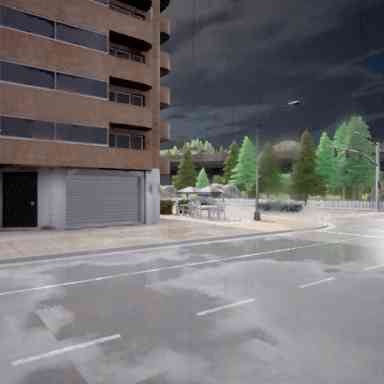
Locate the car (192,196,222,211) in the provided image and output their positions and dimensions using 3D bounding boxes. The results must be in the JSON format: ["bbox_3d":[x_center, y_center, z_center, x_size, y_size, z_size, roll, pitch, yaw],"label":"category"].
[{"bbox_3d":[1.799,1.296,39.877,2.097,1.767,4.553,0,0,-37],"label":"car"}]

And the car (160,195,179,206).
[{"bbox_3d":[-4.062,1.297,51.310,4.553,1.767,2.097,0,0,34],"label":"car"}]

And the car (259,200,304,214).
[{"bbox_3d":[9.472,1.545,35.394,1.895,1.301,4.718,0,0,-36],"label":"car"}]
